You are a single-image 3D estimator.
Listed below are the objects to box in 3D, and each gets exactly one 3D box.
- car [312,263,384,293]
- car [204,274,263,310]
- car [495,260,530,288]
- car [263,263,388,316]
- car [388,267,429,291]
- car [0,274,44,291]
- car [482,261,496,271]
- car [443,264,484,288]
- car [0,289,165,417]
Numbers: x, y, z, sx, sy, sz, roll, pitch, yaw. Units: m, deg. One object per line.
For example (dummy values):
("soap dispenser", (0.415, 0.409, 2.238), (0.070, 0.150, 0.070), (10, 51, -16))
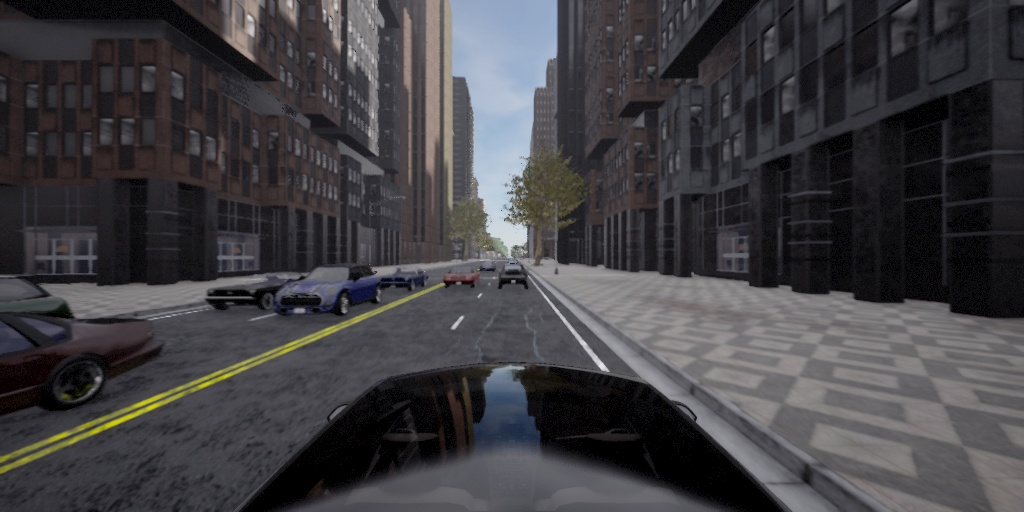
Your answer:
("car", (-9.748, 1.235, 21.835), (2.128, 1.511, 4.902), (0, 0, 0))
("car", (-9.812, 1.346, 14.692), (1.895, 1.301, 4.718), (0, 0, 0))
("car", (0.084, 1.251, 23.668), (1.837, 1.490, 4.892), (0, 1, 0))
("car", (-6.568, 1.098, 13.351), (2.097, 1.767, 4.553), (0, 0, 0))
("car", (-6.498, 1.345, 21.805), (1.895, 1.301, 4.718), (0, 0, 0))
("car", (-9.844, 1.099, 5.271), (2.097, 1.767, 4.553), (0, 0, 0))
("car", (-3.147, 1.297, 47.860), (1.994, 1.385, 4.181), (0, 0, 0))
("car", (-3.165, 1.345, 23.567), (1.895, 1.301, 4.718), (0, 0, 0))
("car", (-6.597, 1.296, 3.405), (2.033, 1.411, 5.357), (0, 0, 0))
